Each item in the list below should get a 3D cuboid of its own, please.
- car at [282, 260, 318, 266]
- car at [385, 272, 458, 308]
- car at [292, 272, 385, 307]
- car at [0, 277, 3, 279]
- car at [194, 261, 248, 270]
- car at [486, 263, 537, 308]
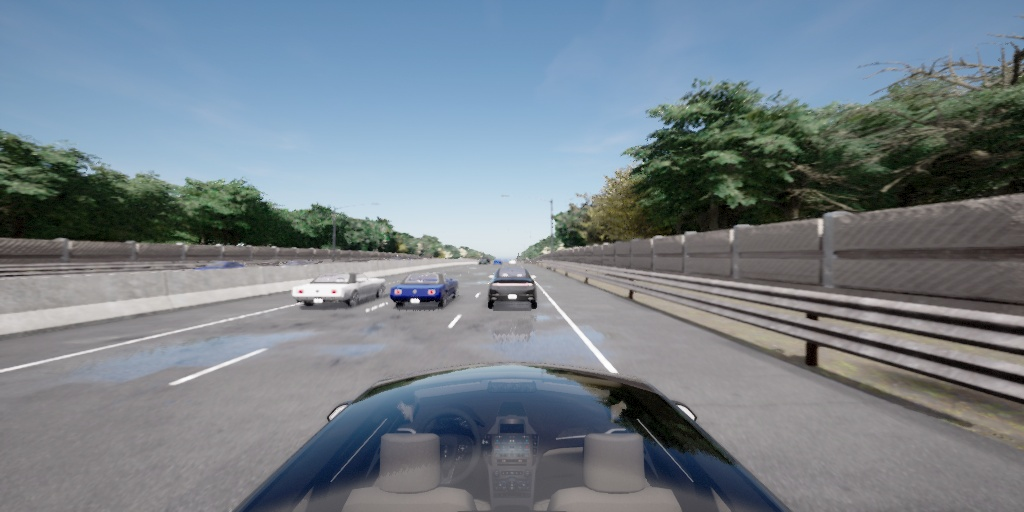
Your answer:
[{"bbox_3d":[-20.991,1.161,35.255,2.128,1.511,4.902,0,0,1],"label":"car"},{"bbox_3d":[-3.486,1.334,15.165,1.895,1.301,4.718,0,0,0],"label":"car"},{"bbox_3d":[-6.987,1.325,15.171,1.895,1.301,4.718,0,0,0],"label":"car"},{"bbox_3d":[-24.575,1.228,14.337,2.033,1.411,5.357,0,0,0],"label":"car"},{"bbox_3d":[-24.525,1.191,30.354,1.812,1.442,4.674,0,0,1],"label":"car"},{"bbox_3d":[0.015,1.234,15.145,2.128,1.511,4.902,0,0,0],"label":"car"}]
